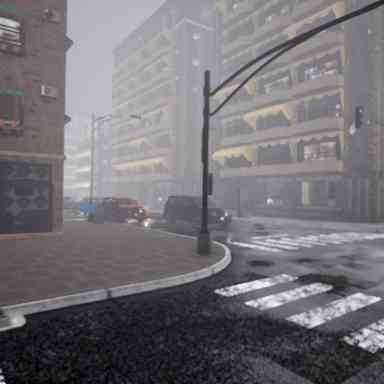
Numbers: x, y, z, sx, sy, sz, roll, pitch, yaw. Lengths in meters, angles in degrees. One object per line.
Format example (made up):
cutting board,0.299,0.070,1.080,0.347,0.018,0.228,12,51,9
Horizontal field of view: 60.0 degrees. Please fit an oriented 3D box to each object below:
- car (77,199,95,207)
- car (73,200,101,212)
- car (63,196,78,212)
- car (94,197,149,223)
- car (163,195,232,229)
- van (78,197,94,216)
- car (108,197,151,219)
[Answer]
car,-18.369,1.856,57.393,1.802,1.307,4.206,1,-1,-35
car,-12.750,1.660,40.191,1.994,1.385,4.181,1,-1,-35
car,-15.095,1.362,39.197,2.192,1.841,5.009,1,-1,-35
car,-5.402,1.304,25.564,2.192,1.841,5.009,1,-1,-35
car,0.189,1.241,21.953,2.150,2.045,5.566,1,-1,-36
van,-8.634,1.348,30.108,1.690,1.788,3.998,1,-1,-35
car,-5.745,1.405,30.309,2.097,1.767,4.553,1,-1,-36
